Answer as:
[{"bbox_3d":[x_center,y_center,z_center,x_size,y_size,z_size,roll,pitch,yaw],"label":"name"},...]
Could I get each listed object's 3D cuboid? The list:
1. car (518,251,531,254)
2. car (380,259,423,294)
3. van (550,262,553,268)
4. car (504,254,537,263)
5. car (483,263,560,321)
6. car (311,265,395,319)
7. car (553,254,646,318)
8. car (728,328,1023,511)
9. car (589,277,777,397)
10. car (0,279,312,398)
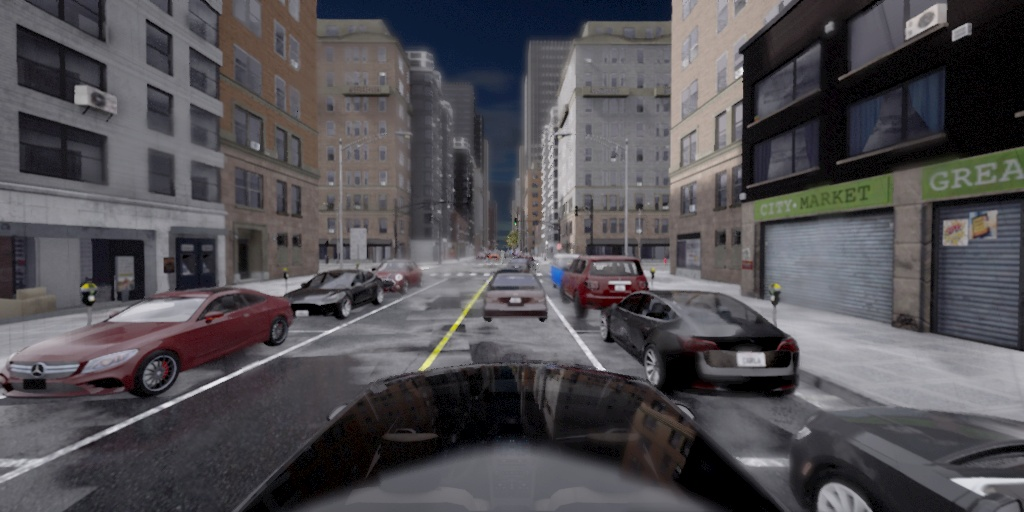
[{"bbox_3d":[2.559,0.155,61.298,1.967,1.591,4.097,0,0,-1],"label":"car"},{"bbox_3d":[-5.672,0.911,17.408,1.967,1.591,4.097,0,0,0],"label":"car"},{"bbox_3d":[2.854,0.811,17.415,1.690,1.789,3.998,0,0,0],"label":"van"},{"bbox_3d":[0.867,0.806,29.060,2.033,1.411,5.357,0,1,12],"label":"car"},{"bbox_3d":[0.097,1.122,11.563,2.033,1.411,5.357,0,1,0],"label":"car"},{"bbox_3d":[-5.671,1.135,11.884,1.948,1.339,4.313,0,0,0],"label":"car"},{"bbox_3d":[2.855,0.883,11.893,2.192,1.841,5.009,0,0,0],"label":"car"},{"bbox_3d":[2.858,1.316,0.847,2.007,1.370,4.403,0,0,0],"label":"car"},{"bbox_3d":[2.856,1.233,6.370,1.948,1.339,4.313,0,0,0],"label":"car"},{"bbox_3d":[-5.670,1.249,6.360,1.802,1.307,4.207,0,0,0],"label":"car"}]
